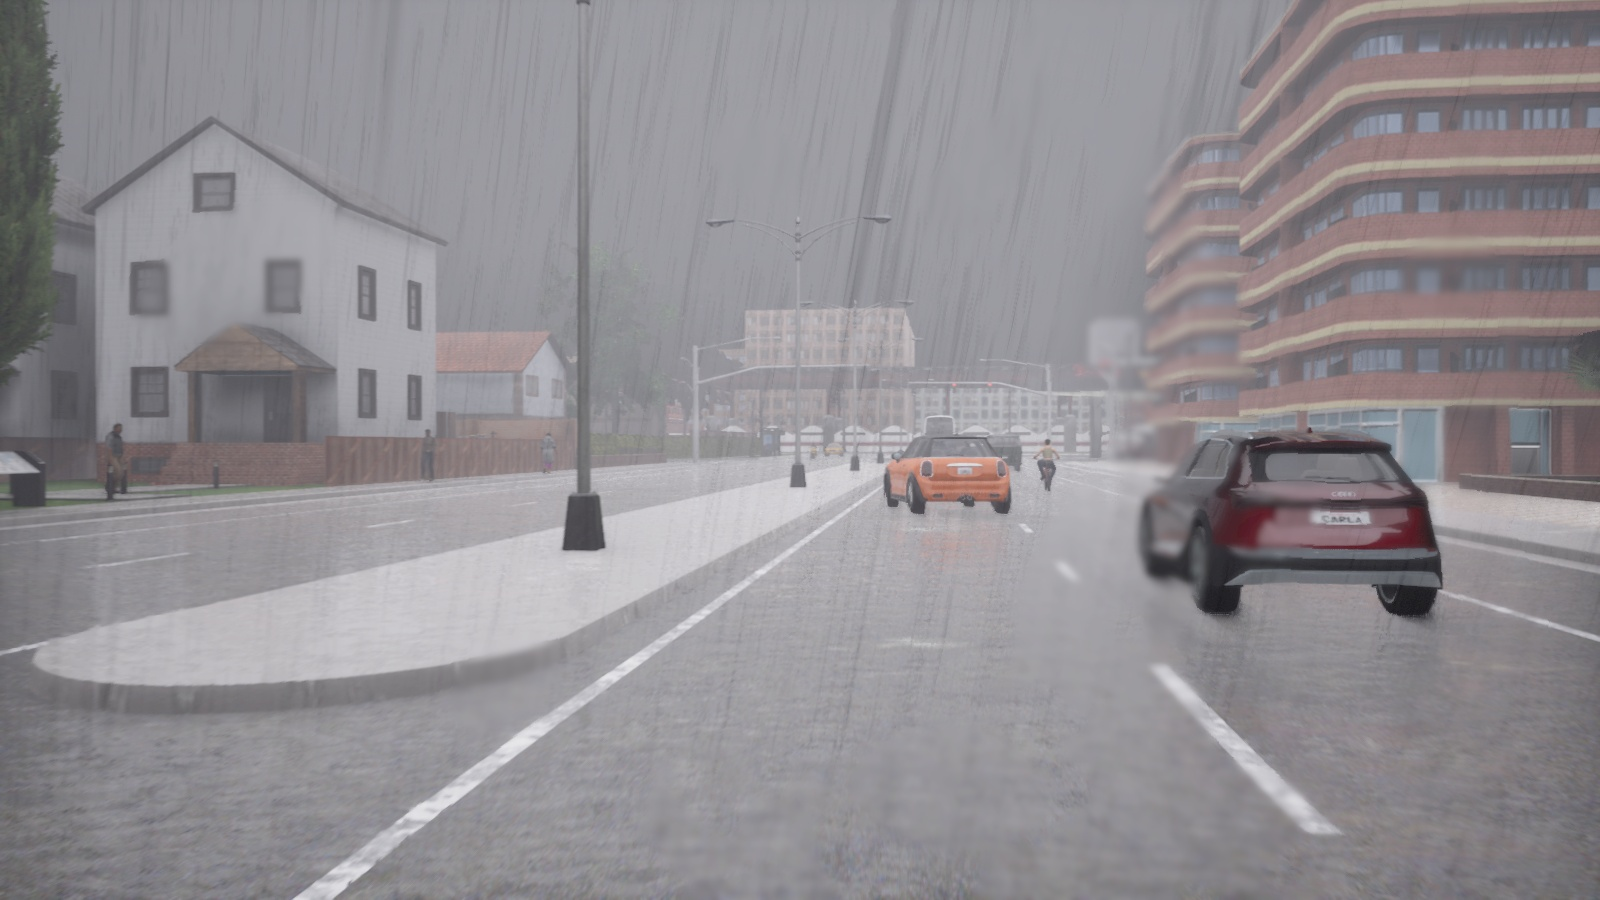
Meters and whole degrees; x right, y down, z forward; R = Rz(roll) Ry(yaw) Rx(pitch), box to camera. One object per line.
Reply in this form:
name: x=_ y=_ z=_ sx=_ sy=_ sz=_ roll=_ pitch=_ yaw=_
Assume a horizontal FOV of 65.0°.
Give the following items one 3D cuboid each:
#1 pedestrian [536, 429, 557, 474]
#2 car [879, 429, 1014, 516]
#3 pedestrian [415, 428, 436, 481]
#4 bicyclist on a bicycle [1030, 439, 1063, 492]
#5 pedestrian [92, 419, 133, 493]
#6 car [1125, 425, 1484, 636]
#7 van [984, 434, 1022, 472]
pedestrian: x=-11.051 y=0.079 z=54.770 sx=0.659 sy=1.952 sz=0.873 roll=0 pitch=0 yaw=6
car: x=3.152 y=0.451 z=28.001 sx=2.097 sy=1.767 sz=4.553 roll=0 pitch=0 yaw=-5
pedestrian: x=-12.864 y=0.142 z=43.169 sx=0.328 sy=1.805 sz=0.869 roll=0 pitch=0 yaw=12
bicyclist on a bicycle: x=7.597 y=0.473 z=38.763 sx=0.866 sy=1.612 sz=1.509 roll=0 pitch=0 yaw=6
pedestrian: x=-17.222 y=0.153 z=31.465 sx=0.694 sy=1.848 sz=0.540 roll=0 pitch=0 yaw=8
car: x=4.593 y=0.612 z=12.337 sx=2.033 sy=1.649 sz=4.856 roll=0 pitch=0 yaw=6
van: x=10.742 y=0.135 z=66.708 sx=1.775 sy=1.987 sz=4.442 roll=0 pitch=0 yaw=7
